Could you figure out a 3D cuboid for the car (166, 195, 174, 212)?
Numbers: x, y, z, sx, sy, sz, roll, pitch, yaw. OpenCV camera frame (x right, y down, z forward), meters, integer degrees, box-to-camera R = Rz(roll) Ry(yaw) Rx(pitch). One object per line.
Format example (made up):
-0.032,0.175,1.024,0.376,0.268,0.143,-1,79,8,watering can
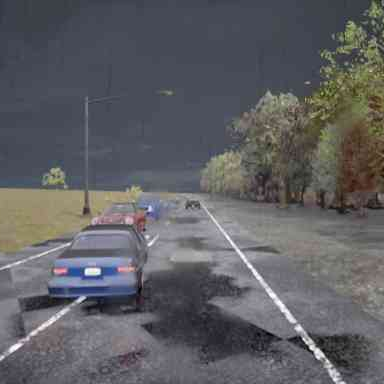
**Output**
-3.568,1.336,37.673,2.097,1.767,4.553,0,0,0,car

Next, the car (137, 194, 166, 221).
-3.585,1.212,27.068,2.150,2.045,5.566,0,0,-1,car

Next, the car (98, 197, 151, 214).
-3.658,1.347,17.233,2.097,1.767,4.553,0,0,1,car

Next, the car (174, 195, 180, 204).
-3.487,1.314,64.728,2.097,1.767,4.553,0,0,1,car

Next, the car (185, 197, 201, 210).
0.123,1.484,43.714,1.837,1.490,4.892,0,0,0,car

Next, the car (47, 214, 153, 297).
-2.153,1.545,8.759,2.033,1.411,5.357,0,0,-6,car
